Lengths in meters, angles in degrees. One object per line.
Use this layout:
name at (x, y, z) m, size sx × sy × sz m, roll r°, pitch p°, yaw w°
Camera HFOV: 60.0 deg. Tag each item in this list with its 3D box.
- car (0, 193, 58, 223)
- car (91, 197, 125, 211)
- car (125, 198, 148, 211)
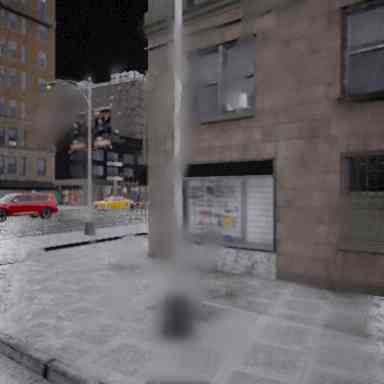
car at (-12.949, 1.086, 25.046) m, size 2.150 × 2.045 × 5.566 m, roll 0°, pitch 0°, yaw 36°
car at (-8.793, 1.257, 36.709) m, size 1.882 × 1.535 × 5.008 m, roll 0°, pitch 1°, yaw 35°
car at (-4.766, 1.373, 36.813) m, size 1.895 × 1.301 × 4.718 m, roll 0°, pitch 0°, yaw 35°
